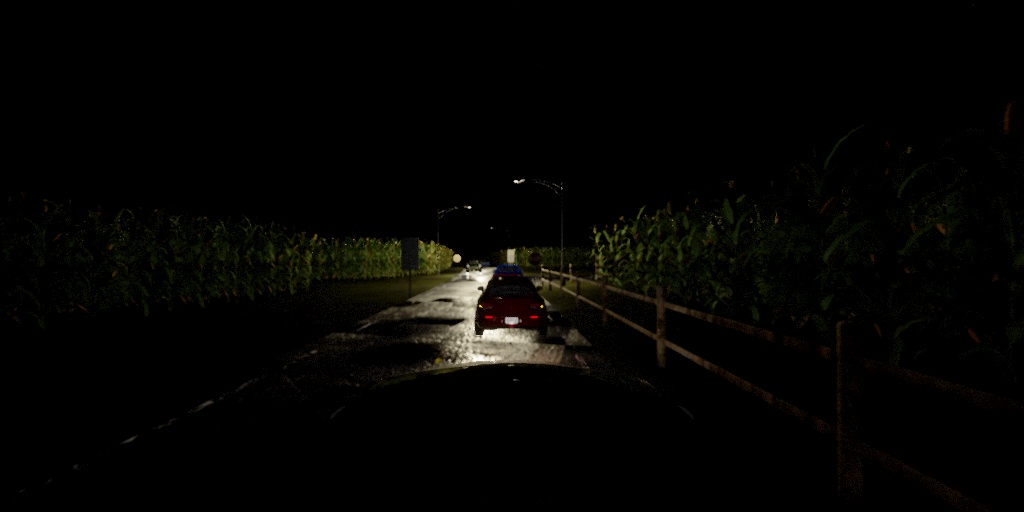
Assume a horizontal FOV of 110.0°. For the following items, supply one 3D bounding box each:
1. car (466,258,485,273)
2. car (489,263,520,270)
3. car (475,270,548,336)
[{"bbox_3d":[-5.142,1.317,48.629,2.097,1.767,4.553,0,0,-6],"label":"car"},{"bbox_3d":[-0.235,1.318,23.390,1.882,1.535,5.008,0,0,0],"label":"car"},{"bbox_3d":[-0.047,1.310,10.441,1.812,1.442,4.674,0,0,-1],"label":"car"}]
